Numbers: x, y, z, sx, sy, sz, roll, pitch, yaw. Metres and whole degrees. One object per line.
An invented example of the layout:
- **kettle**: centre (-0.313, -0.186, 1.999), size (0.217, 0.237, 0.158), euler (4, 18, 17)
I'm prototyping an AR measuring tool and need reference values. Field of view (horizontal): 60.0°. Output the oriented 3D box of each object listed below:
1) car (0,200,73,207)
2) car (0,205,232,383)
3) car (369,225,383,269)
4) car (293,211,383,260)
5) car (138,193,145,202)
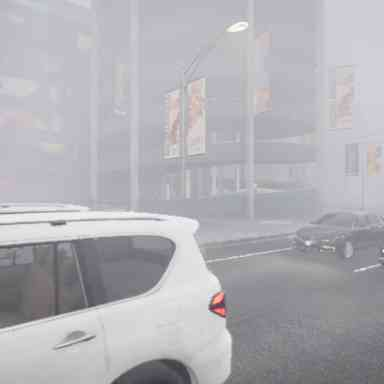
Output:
- **car**: centre (-4.205, 1.223, 5.300), size (5.566, 2.045, 2.150), euler (0, 0, -35)
- **car**: centre (-2.204, 1.222, 2.432), size (5.566, 2.045, 2.150), euler (0, 0, -36)
- **car**: centre (7.081, 1.600, 9.194), size (4.718, 1.301, 1.895), euler (0, 0, -37)
- **car**: centre (5.821, 1.506, 12.629), size (4.892, 1.490, 1.837), euler (1, 0, -37)
- **car**: centre (-11.199, 1.027, 63.929), size (2.435, 2.045, 5.566), euler (0, 0, -36)
